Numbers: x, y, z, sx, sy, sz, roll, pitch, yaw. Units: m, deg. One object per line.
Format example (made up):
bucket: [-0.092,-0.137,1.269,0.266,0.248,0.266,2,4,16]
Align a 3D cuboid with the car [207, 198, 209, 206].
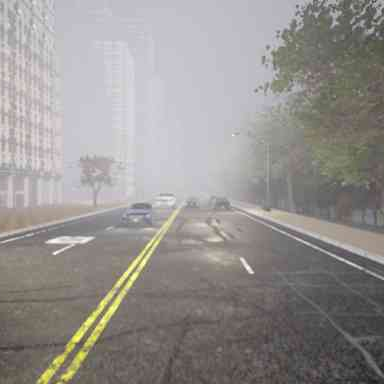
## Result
car: [3.258,1.230,48.183,1.882,1.535,5.008,0,1,0]

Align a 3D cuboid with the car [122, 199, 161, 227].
car: [-3.340,1.403,22.024,1.812,1.442,4.674,0,0,0]

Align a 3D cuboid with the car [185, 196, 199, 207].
car: [0.008,1.273,48.159,1.812,1.442,4.674,0,0,0]

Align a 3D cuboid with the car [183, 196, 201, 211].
car: [0.004,1.348,37.608,2.033,1.411,5.357,0,0,0]

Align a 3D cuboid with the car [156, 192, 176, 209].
car: [-3.246,0.981,42.070,2.150,2.045,5.566,0,0,0]

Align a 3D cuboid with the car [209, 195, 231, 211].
car: [3.253,1.310,37.607,1.837,1.490,4.892,0,0,0]
